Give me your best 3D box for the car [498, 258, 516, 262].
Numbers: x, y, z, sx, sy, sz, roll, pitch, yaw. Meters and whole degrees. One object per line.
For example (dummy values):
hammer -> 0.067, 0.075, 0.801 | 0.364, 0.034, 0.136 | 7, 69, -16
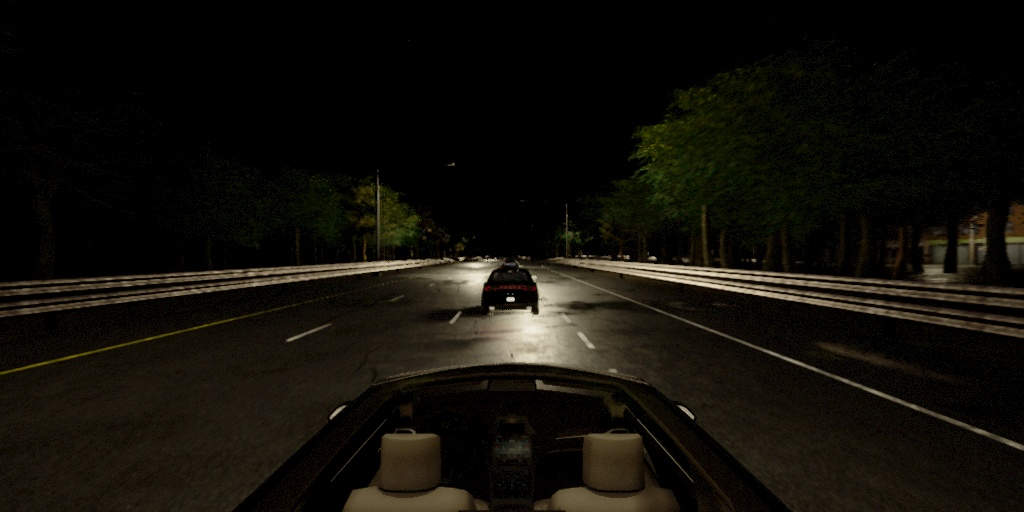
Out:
car -> -0.170, 1.190, 34.724 | 1.994, 1.385, 4.181 | 0, 0, 0

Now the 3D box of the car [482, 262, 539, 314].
car -> -0.060, 1.183, 13.601 | 1.882, 1.535, 5.008 | 0, 0, 0
